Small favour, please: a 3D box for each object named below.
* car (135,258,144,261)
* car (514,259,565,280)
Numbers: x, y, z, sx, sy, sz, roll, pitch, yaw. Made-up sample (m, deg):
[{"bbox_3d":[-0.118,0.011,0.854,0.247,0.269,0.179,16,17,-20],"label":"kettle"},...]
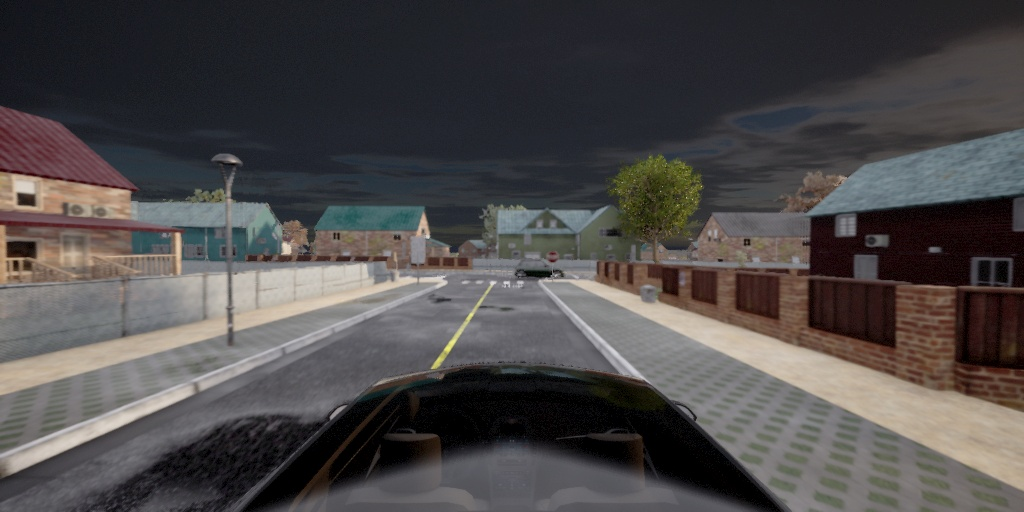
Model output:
[{"bbox_3d":[-34.896,0.551,31.019,5.566,2.045,2.150,1,1,-2],"label":"car"},{"bbox_3d":[2.429,1.152,31.803,4.553,1.767,2.097,1,1,-1],"label":"car"}]
